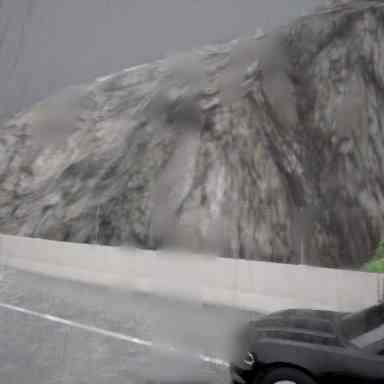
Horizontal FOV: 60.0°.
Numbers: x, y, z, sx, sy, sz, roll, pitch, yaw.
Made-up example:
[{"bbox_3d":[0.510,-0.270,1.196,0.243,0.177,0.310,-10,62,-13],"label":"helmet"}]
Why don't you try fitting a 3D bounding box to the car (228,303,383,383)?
[{"bbox_3d":[2.872,1.908,3.553,5.008,1.535,1.882,0,-5,26],"label":"car"}]
